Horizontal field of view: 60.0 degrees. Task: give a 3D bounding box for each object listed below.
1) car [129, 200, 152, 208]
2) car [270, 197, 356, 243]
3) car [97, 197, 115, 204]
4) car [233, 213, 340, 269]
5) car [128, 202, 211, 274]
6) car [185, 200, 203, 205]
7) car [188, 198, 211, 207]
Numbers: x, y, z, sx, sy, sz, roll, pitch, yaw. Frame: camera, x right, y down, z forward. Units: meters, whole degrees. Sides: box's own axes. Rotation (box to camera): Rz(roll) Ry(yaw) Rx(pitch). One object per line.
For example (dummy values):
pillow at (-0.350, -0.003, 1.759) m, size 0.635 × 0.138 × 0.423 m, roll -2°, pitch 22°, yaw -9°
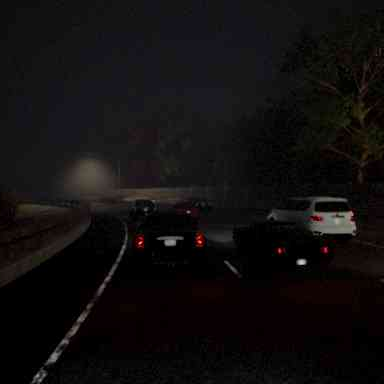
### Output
car at (-4.225, 1.435, 28.248) m, size 2.097 × 1.767 × 4.553 m, roll 0°, pitch 0°, yaw -15°
car at (5.582, 1.247, 16.259) m, size 2.150 × 2.045 × 5.566 m, roll 0°, pitch 0°, yaw -8°
car at (-18.068, 1.768, 69.888) m, size 2.033 × 1.411 × 5.357 m, roll 0°, pitch 0°, yaw -39°
car at (2.744, 1.621, 11.266) m, size 1.895 × 1.301 × 4.718 m, roll 0°, pitch 0°, yaw -6°
car at (-0.791, 1.381, 10.962) m, size 2.097 × 1.767 × 4.553 m, roll 0°, pitch 0°, yaw -6°
car at (-0.852, 1.640, 29.185) m, size 1.994 × 1.385 × 4.181 m, roll 0°, pitch 0°, yaw -16°
car at (0.318, 1.443, 38.338) m, size 2.097 × 1.767 × 4.553 m, roll 0°, pitch 0°, yaw -26°
